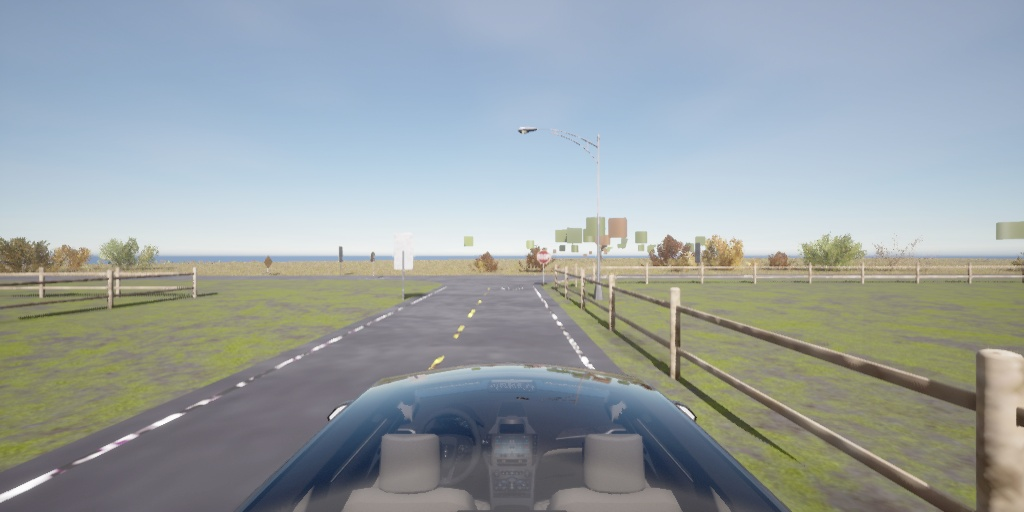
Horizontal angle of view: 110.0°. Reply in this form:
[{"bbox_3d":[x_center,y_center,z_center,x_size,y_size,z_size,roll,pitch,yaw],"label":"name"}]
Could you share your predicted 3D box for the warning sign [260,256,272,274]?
[{"bbox_3d":[-25.386,0.902,37.277,1.060,1.860,1.300,0,0,0],"label":"warning sign"}]
